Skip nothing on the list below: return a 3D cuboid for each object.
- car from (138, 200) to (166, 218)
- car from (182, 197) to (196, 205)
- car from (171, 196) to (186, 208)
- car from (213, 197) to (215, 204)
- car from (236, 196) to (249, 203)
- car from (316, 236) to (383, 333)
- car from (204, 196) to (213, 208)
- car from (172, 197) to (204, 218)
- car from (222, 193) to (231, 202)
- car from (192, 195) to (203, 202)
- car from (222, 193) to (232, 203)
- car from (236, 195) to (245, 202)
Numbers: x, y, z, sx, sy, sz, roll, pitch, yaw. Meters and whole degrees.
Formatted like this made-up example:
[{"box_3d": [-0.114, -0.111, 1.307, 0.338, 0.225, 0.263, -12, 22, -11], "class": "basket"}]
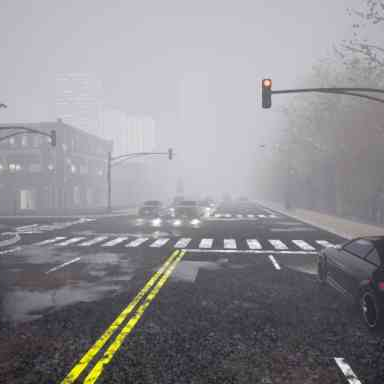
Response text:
[{"box_3d": [-3.552, 1.499, 30.222, 1.837, 1.490, 4.892, 0, 0, 6], "class": "car"}, {"box_3d": [-0.499, 1.542, 58.756, 1.994, 1.385, 4.181, 0, 0, 6], "class": "car"}, {"box_3d": [-1.710, 1.336, 47.536, 2.097, 1.767, 4.553, 0, 0, 6], "class": "car"}, {"box_3d": [3.490, 1.525, 65.064, 2.033, 1.411, 5.357, 0, 0, 7], "class": "car"}, {"box_3d": [10.370, 1.467, 67.063, 2.128, 1.511, 4.902, 0, 0, 6], "class": "car"}, {"box_3d": [3.952, 1.562, 6.692, 1.994, 1.385, 4.181, 0, 0, 6], "class": "car"}, {"box_3d": [1.675, 1.585, 48.633, 1.895, 1.301, 4.718, 0, 0, 6], "class": "car"}, {"box_3d": [-0.296, 1.470, 30.110, 1.882, 1.535, 5.008, 0, 0, 6], "class": "car"}, {"box_3d": [8.345, 1.194, 79.706, 2.150, 2.045, 5.566, 0, 0, 6], "class": "car"}, {"box_3d": [1.197, 1.499, 73.947, 2.033, 1.411, 5.357, 0, 0, 6], "class": "car"}, {"box_3d": [7.123, 1.481, 67.271, 1.837, 1.490, 4.892, 0, 0, 6], "class": "car"}, {"box_3d": [11.527, 1.521, 78.909, 1.994, 1.385, 4.181, 0, 0, 6], "class": "car"}]
